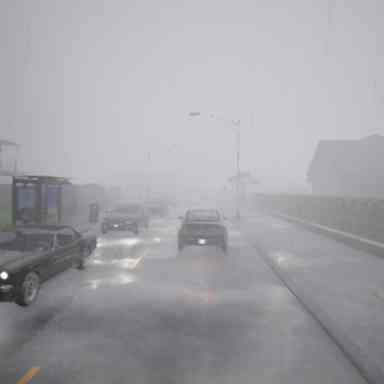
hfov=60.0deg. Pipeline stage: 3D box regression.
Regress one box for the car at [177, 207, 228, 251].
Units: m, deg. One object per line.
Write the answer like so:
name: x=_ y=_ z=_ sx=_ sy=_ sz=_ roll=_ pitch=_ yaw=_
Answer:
car: x=0.442 y=1.432 z=13.798 sx=1.837 sy=1.490 sz=4.892 roll=1 pitch=0 yaw=2

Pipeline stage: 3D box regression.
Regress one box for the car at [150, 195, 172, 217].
car: x=-3.105 y=1.264 z=28.552 sx=1.882 sy=1.535 sz=5.008 roll=1 pitch=0 yaw=2

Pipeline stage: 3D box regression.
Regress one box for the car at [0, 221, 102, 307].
car: x=-3.875 y=1.495 z=7.888 sx=1.895 sy=1.301 sz=4.718 roll=1 pitch=0 yaw=2

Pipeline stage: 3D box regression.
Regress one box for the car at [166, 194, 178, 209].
car: x=-2.661 y=1.040 z=38.723 sx=1.837 sy=1.490 sz=4.892 roll=1 pitch=0 yaw=2

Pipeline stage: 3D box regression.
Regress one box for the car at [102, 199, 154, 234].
car: x=-3.498 y=1.345 z=18.158 sx=1.837 sy=1.490 sz=4.892 roll=1 pitch=0 yaw=2
